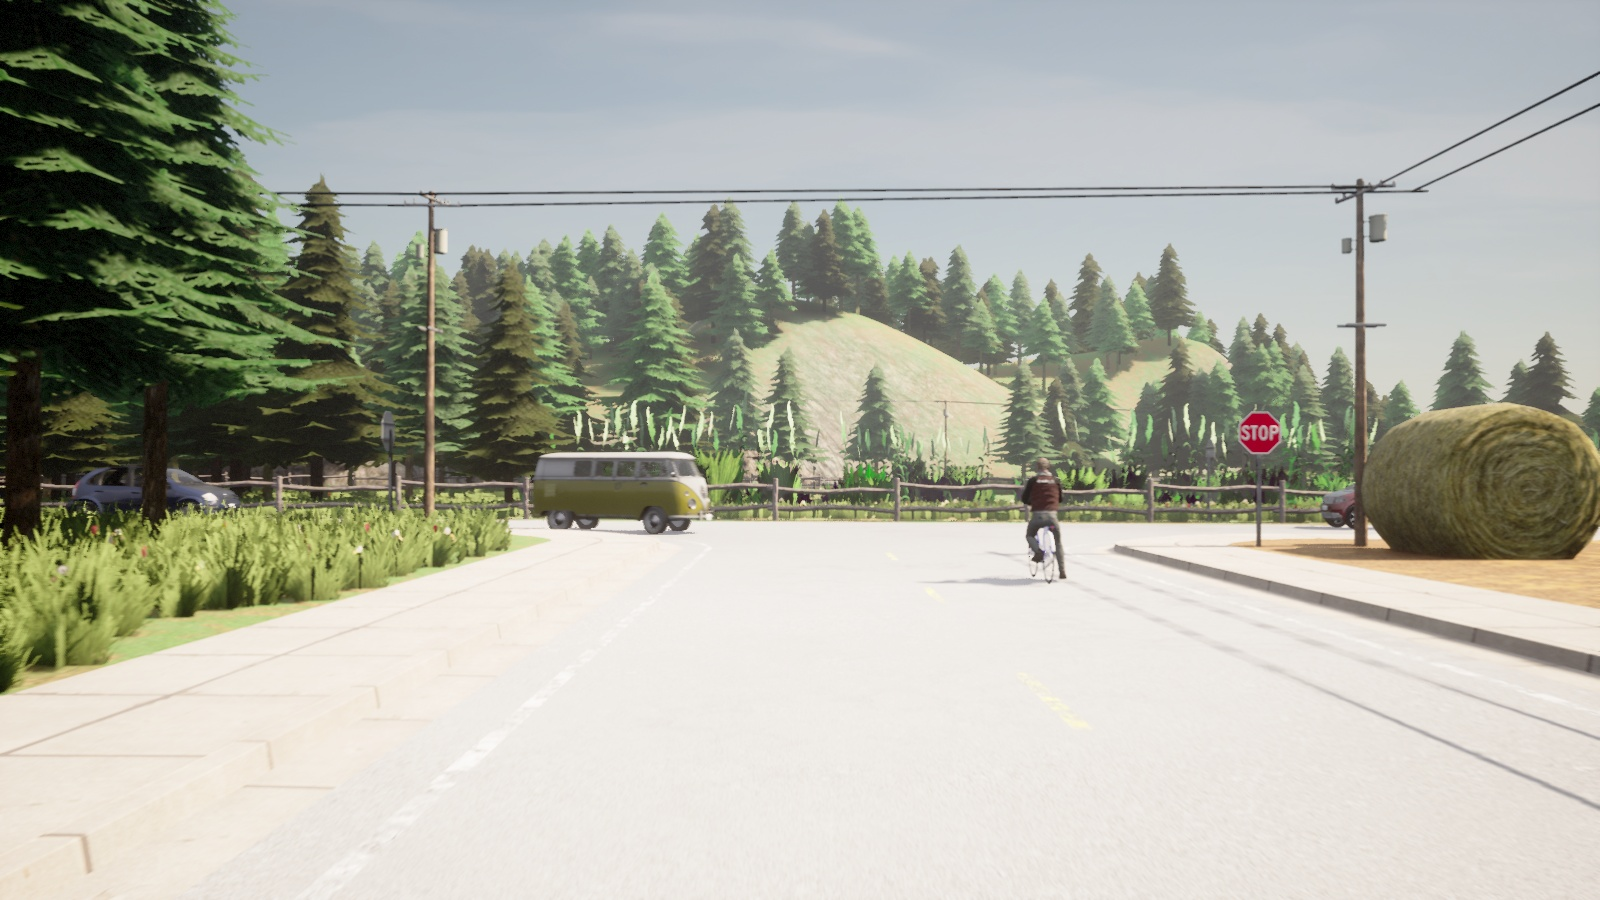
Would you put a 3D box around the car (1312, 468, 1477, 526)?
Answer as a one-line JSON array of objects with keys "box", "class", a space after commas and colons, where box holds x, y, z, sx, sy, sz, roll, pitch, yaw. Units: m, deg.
[{"box": [16.315, 1.272, 34.603, 3.705, 1.549, 1.789, 0, -1, 3], "class": "car"}]

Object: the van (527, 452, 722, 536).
[{"box": [-4.343, 1.077, 31.161, 4.442, 1.987, 1.775, 0, -1, 18], "class": "van"}]

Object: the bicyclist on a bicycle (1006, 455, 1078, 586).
[{"box": [3.455, 0.974, 18.080, 0.659, 1.776, 1.843, 0, -1, 0], "class": "bicyclist on a bicycle"}]

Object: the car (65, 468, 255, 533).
[{"box": [-16.559, 1.290, 32.613, 3.988, 1.617, 1.851, 0, -1, 2], "class": "car"}]
